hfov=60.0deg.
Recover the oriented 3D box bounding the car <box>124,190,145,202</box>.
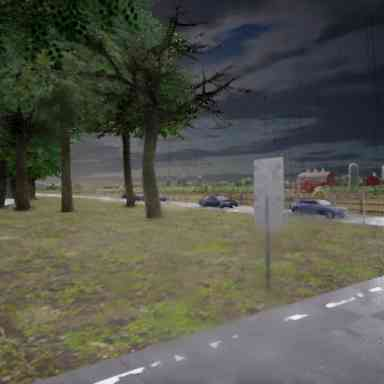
[{"bbox_3d":[-8.527,0.643,52.958,2.097,1.767,4.553,-1,1,-35],"label":"car"}]

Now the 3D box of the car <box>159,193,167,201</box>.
[{"bbox_3d":[-5.774,0.824,53.998,1.994,1.385,4.181,-1,1,-35],"label":"car"}]

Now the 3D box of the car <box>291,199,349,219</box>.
[{"bbox_3d":[10.197,1.289,26.870,1.812,1.442,4.674,-1,2,-35],"label":"car"}]

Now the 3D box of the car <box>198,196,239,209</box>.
[{"bbox_3d":[2.826,1.109,37.110,2.033,1.411,5.357,-1,1,-36],"label":"car"}]

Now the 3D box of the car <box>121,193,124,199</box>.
[{"bbox_3d":[-11.685,0.626,62.099,2.128,1.511,4.902,-1,1,-36],"label":"car"}]
